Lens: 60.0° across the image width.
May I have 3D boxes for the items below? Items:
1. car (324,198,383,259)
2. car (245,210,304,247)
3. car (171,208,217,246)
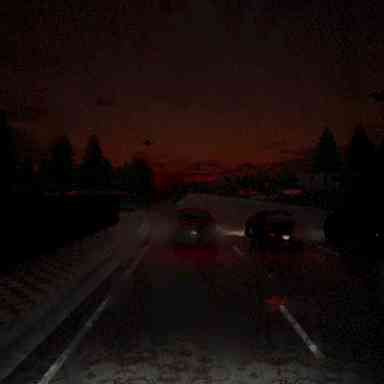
[{"bbox_3d":[7.067,1.227,12.813,2.150,2.045,5.566,0,0,0],"label":"car"},{"bbox_3d":[3.578,1.529,14.901,1.812,1.442,4.674,0,0,0],"label":"car"},{"bbox_3d":[0.070,1.481,15.443,1.882,1.535,5.008,0,0,0],"label":"car"}]
